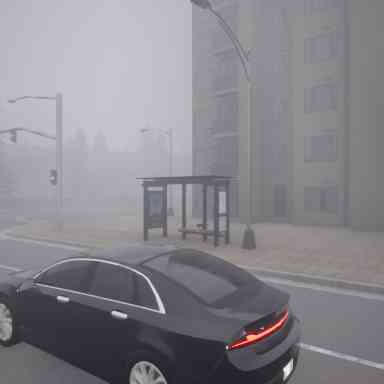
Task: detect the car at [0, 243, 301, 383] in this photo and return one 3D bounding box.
[{"bbox_3d":[-1.020,1.505,4.710,4.892,1.490,1.837,0,0,35],"label":"car"}]
